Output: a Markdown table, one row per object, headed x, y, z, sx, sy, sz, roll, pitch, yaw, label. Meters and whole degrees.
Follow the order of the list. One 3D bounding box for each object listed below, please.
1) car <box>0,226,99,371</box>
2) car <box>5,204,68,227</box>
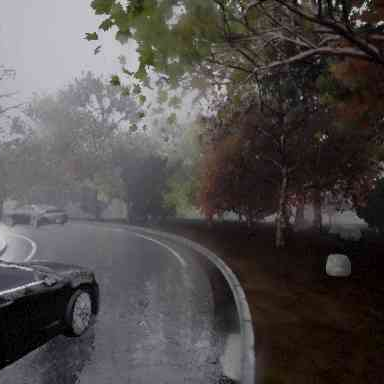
| x | y | z | sx | sy | sz | roll | pitch | yaw | label |
| --- | --- | --- | --- | --- | --- | --- | --- | --- | --- |
| -2.985 | 1.491 | 3.984 | 2.128 | 1.511 | 4.902 | 0 | 0 | 16 | car |
| -9.921 | 1.491 | 21.053 | 4.902 | 1.511 | 2.128 | 0 | 0 | 35 | car |
